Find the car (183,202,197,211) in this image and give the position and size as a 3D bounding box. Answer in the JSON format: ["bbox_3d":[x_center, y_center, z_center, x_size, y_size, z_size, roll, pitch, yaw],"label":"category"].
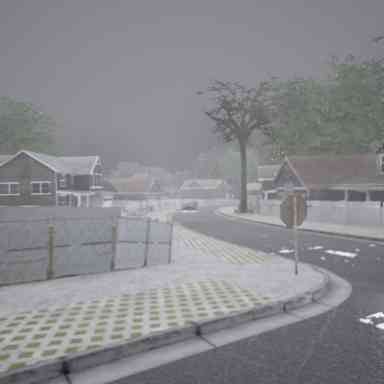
[{"bbox_3d":[-0.307,2.323,54.693,1.994,1.385,4.181,-1,-1,7],"label":"car"}]
